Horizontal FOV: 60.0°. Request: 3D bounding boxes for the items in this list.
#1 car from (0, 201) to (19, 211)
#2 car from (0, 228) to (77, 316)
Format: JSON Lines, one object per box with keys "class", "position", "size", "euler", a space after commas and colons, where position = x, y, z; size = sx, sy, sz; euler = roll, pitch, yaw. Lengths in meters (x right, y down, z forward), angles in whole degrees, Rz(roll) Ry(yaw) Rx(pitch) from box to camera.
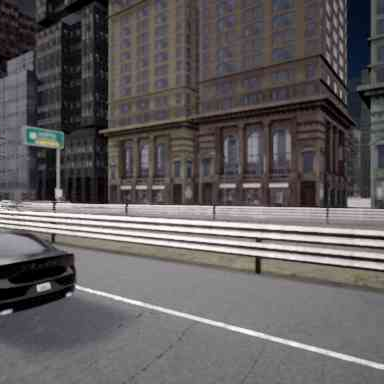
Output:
{"class": "car", "position": [-26.829, 2.001, 47.015], "size": [4.792, 1.488, 2.163], "euler": [0, 0, 19]}
{"class": "car", "position": [-4.610, 1.528, 7.271], "size": [5.008, 1.535, 1.882], "euler": [0, 0, 36]}
